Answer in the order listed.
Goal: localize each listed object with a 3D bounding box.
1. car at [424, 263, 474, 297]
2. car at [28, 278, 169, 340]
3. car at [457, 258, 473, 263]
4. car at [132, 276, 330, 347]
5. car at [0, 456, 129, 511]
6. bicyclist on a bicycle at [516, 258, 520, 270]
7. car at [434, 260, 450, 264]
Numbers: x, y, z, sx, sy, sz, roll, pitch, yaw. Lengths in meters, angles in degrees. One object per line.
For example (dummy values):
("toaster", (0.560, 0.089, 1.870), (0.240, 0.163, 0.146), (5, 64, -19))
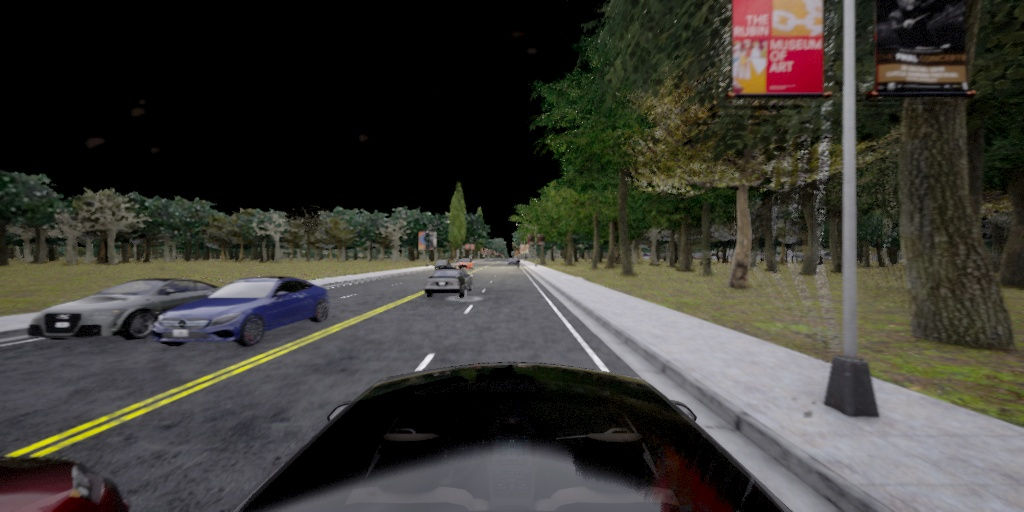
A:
("car", (-3.151, 1.296, 18.664), (2.033, 1.411, 5.357), (0, 0, 0))
("car", (-9.849, 1.314, 9.846), (1.994, 1.385, 4.181), (0, 0, 0))
("car", (-6.573, 1.115, 49.867), (2.097, 1.767, 4.553), (0, 0, 0))
("car", (-6.600, 1.275, 9.473), (1.812, 1.442, 4.674), (0, 0, 0))
("car", (-3.150, 1.315, 0.250), (1.994, 1.385, 4.181), (0, 0, 0))
("bicyclist on a bicycle", (0.894, 1.132, 50.260), (0.659, 1.776, 1.843), (0, 0, 0))
("car", (-9.822, 1.267, 50.893), (1.837, 1.490, 4.892), (0, 0, 0))
